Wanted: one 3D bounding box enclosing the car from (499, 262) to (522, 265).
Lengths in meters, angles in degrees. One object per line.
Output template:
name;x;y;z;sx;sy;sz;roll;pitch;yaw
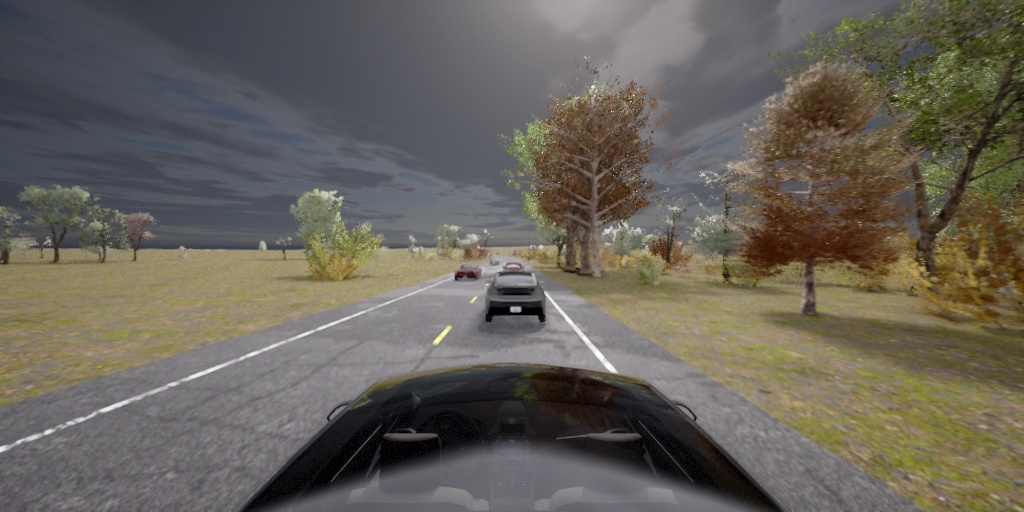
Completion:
car;0.123;1.233;29.530;1.812;1.442;4.674;0;0;0

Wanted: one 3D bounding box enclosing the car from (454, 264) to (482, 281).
car;-3.564;1.305;29.616;1.895;1.301;4.718;0;0;0

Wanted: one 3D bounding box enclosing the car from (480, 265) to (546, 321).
car;0.109;1.241;12.430;1.837;1.490;4.892;0;0;0
